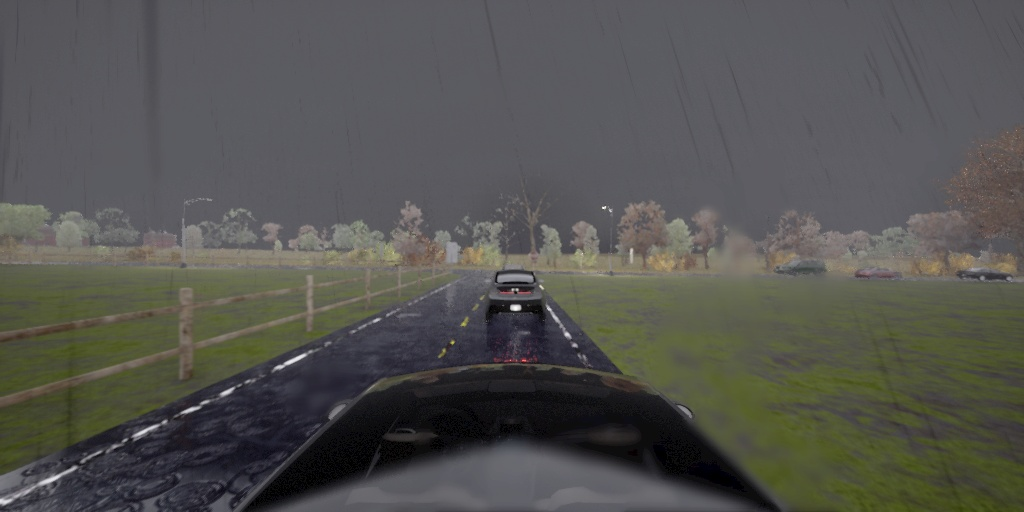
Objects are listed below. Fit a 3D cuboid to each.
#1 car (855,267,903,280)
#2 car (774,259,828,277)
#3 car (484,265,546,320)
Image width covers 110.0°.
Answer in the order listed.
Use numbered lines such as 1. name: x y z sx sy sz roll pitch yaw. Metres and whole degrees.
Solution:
1. car: 42.296 1.963 41.364 4.181 1.385 1.994 1 1 1
2. car: 35.602 1.449 44.231 5.566 2.045 2.150 1 1 0
3. car: 0.098 1.210 12.473 1.837 1.490 4.892 0 0 0
